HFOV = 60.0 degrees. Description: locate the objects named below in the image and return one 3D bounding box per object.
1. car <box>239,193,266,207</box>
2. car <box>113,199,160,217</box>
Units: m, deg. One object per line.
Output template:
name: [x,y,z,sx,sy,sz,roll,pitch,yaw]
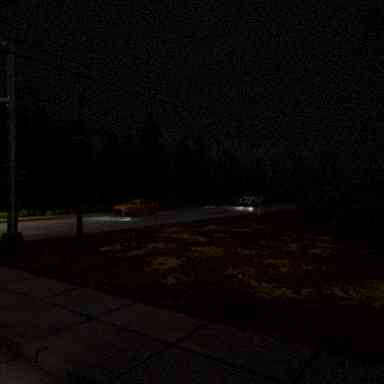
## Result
car: [9.262,1.121,50.686,2.150,2.045,5.566,0,0,37]
car: [-5.193,1.464,31.340,1.882,1.535,5.008,0,0,37]
